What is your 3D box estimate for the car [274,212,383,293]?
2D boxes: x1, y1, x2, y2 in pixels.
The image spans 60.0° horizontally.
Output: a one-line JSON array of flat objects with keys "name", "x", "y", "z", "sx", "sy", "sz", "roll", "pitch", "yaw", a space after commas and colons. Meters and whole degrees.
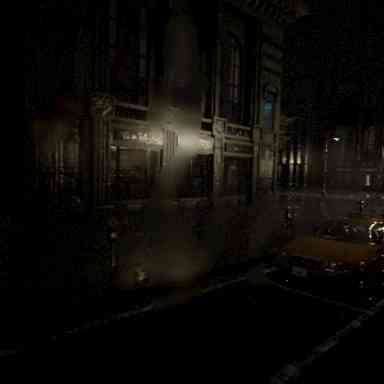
[{"name": "car", "x": 3.845, "y": 1.213, "z": 8.098, "sx": 4.829, "sy": 1.417, "sz": 1.752, "roll": -1, "pitch": 4, "yaw": -44}]
